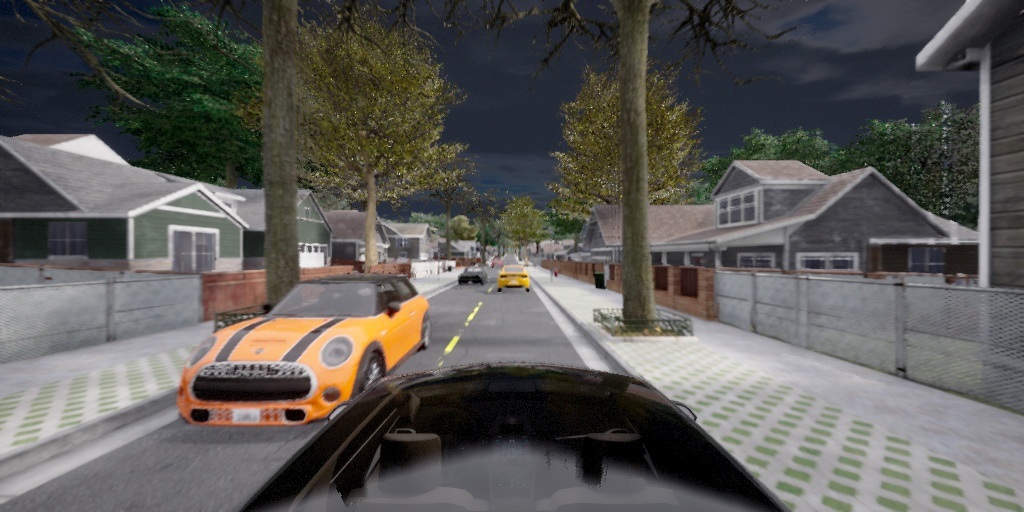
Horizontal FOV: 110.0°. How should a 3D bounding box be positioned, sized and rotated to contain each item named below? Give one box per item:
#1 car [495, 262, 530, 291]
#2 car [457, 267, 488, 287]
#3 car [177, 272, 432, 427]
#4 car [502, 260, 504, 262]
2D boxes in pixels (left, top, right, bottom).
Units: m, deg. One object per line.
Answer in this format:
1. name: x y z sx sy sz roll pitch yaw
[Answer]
1. car: 0.100 1.351 22.908 1.882 1.535 5.008 0 0 0
2. car: -2.847 1.500 26.616 1.895 1.301 4.718 0 0 0
3. car: -2.829 1.122 6.080 2.097 1.767 4.553 0 0 0
4. car: 0.108 1.480 40.705 1.882 1.535 5.008 0 0 0
